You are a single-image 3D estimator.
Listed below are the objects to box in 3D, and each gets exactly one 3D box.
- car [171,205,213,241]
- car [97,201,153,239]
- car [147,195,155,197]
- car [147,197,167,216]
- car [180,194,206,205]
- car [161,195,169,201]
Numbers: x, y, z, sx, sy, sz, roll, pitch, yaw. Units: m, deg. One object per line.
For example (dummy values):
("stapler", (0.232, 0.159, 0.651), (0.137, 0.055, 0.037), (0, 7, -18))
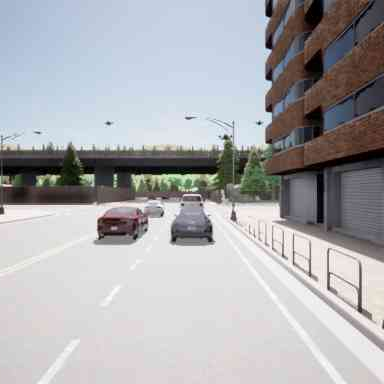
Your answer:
("car", (0.019, 1.564, 16.687), (1.994, 1.385, 4.181), (0, 0, 1))
("car", (-3.471, 1.477, 17.373), (1.882, 1.535, 5.008), (0, 0, 1))
("car", (-10.501, 1.524, 86.047), (1.812, 1.442, 4.674), (0, 0, 0))
("car", (-3.638, 1.525, 32.007), (1.812, 1.442, 4.674), (0, 0, -3))
("car", (0.052, 1.225, 30.714), (2.150, 2.045, 5.566), (0, 0, 1))
("car", (-7.000, 1.553, 86.685), (1.994, 1.385, 4.181), (0, 0, 0))
